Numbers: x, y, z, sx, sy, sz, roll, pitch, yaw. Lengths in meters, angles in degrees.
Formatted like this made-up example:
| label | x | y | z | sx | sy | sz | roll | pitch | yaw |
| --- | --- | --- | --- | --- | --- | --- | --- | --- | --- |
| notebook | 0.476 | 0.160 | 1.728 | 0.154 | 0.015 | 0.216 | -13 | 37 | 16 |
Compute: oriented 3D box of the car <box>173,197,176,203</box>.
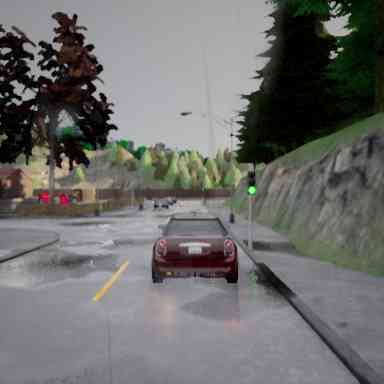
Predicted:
| label | x | y | z | sx | sy | sz | roll | pitch | yaw |
| --- | --- | --- | --- | --- | --- | --- | --- | --- | --- |
| car | -4.068 | 1.593 | 55.334 | 1.812 | 1.442 | 4.674 | 0 | 0 | 0 |

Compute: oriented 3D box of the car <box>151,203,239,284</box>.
| label | x | y | z | sx | sy | sz | roll | pitch | yaw |
| --- | --- | --- | --- | --- | --- | --- | --- | --- | --- |
| car | 0.061 | 1.364 | 9.779 | 2.097 | 1.767 | 4.553 | 0 | 0 | 0 |

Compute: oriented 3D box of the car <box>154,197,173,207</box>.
| label | x | y | z | sx | sy | sz | roll | pitch | yaw |
| --- | --- | --- | --- | --- | --- | --- | --- | --- | --- |
| car | -4.091 | 1.546 | 45.305 | 2.128 | 1.511 | 4.902 | 0 | 0 | 0 |
